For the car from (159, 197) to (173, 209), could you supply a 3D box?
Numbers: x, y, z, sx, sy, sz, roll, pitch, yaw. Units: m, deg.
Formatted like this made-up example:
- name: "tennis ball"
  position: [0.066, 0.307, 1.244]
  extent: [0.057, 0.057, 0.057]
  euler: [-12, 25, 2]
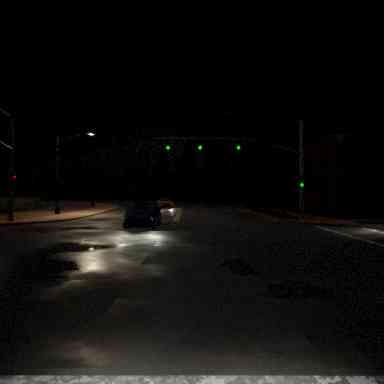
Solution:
- name: "car"
  position: [-3.742, 1.477, 45.986]
  extent: [1.882, 1.535, 5.008]
  euler: [0, 0, -9]

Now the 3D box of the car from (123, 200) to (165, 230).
- name: "car"
  position: [-3.038, 1.483, 21.158]
  extent: [1.882, 1.535, 5.008]
  euler: [0, 0, 1]
